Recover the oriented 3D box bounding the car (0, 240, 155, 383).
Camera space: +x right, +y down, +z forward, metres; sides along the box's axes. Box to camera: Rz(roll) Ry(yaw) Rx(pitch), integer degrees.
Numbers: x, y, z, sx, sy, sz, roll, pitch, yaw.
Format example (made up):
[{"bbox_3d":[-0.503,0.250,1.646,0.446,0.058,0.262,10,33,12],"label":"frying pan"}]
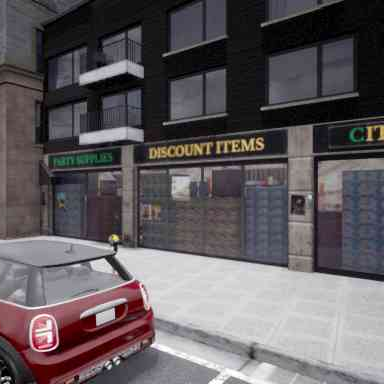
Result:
[{"bbox_3d":[-2.559,1.440,4.905,4.097,1.590,1.967,0,0,36],"label":"car"}]
